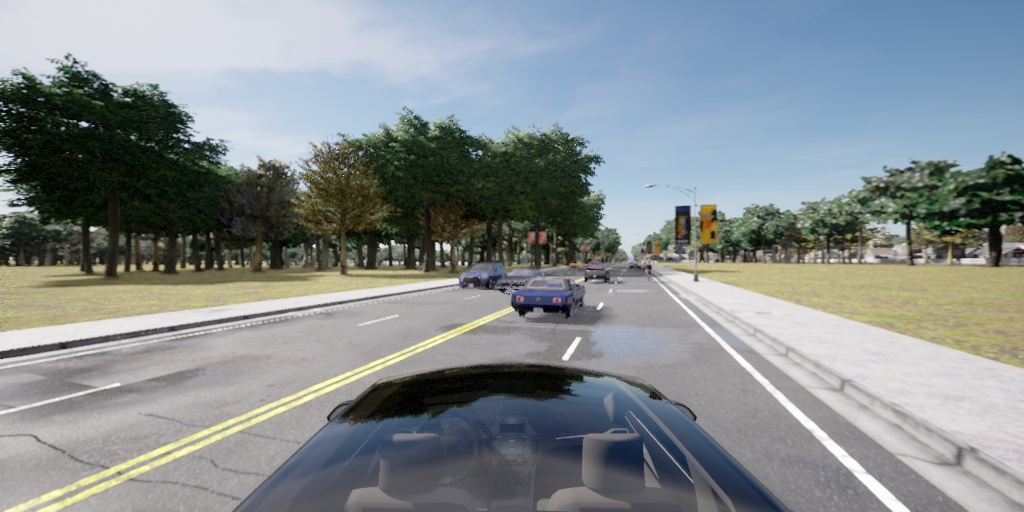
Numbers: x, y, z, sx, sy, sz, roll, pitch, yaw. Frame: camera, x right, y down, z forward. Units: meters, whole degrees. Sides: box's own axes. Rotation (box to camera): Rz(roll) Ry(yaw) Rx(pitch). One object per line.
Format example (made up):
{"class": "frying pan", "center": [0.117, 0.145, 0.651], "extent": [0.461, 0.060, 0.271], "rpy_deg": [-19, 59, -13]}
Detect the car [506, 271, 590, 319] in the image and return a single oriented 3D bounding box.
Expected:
{"class": "car", "center": [1.550, 1.424, 13.366], "extent": [1.895, 1.301, 4.718], "rpy_deg": [0, 0, 19]}

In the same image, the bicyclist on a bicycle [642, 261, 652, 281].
{"class": "bicyclist on a bicycle", "center": [11.305, 1.274, 29.709], "extent": [0.659, 1.776, 1.843], "rpy_deg": [0, 0, 19]}

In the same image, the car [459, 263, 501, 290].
{"class": "car", "center": [-1.829, 1.261, 24.349], "extent": [2.097, 1.767, 4.553], "rpy_deg": [0, 0, 19]}

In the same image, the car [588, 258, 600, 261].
{"class": "car", "center": [13.835, 1.347, 60.666], "extent": [2.150, 2.045, 5.566], "rpy_deg": [0, 0, 19]}

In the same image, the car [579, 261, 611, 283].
{"class": "car", "center": [7.325, 1.413, 30.553], "extent": [2.128, 1.511, 4.902], "rpy_deg": [0, 0, 19]}

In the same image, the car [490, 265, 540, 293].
{"class": "car", "center": [0.746, 1.431, 21.808], "extent": [2.033, 1.411, 5.357], "rpy_deg": [0, 0, 19]}

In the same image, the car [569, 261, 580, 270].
{"class": "car", "center": [11.294, 1.631, 63.262], "extent": [1.882, 1.535, 5.008], "rpy_deg": [0, 0, 19]}
